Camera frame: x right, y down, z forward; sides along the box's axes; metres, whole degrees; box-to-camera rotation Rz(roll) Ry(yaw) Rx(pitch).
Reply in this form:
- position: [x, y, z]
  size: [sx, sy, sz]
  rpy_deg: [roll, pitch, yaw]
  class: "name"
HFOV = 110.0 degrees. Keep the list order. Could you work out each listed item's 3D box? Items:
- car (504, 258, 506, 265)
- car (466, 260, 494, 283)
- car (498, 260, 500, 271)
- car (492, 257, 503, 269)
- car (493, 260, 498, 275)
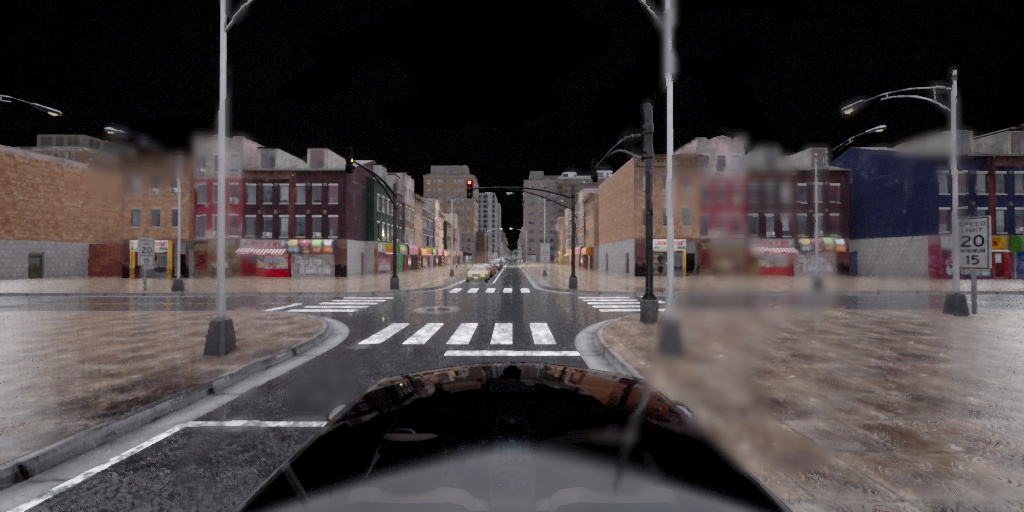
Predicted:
- position: [-2.637, 1.154, 62.476]
  size: [2.192, 1.841, 5.009]
  rpy_deg: [0, 0, 0]
  class: "car"
- position: [-2.636, 1.292, 28.675]
  size: [1.751, 1.417, 4.829]
  rpy_deg: [0, 0, 0]
  class: "car"
- position: [-2.636, 1.367, 40.055]
  size: [1.802, 1.307, 4.207]
  rpy_deg: [0, 0, 0]
  class: "car"
- position: [-2.636, 1.250, 51.265]
  size: [1.967, 1.591, 4.097]
  rpy_deg: [0, 0, 0]
  class: "car"
- position: [-2.636, 1.320, 34.450]
  size: [1.888, 1.381, 4.507]
  rpy_deg: [0, 0, 0]
  class: "car"
